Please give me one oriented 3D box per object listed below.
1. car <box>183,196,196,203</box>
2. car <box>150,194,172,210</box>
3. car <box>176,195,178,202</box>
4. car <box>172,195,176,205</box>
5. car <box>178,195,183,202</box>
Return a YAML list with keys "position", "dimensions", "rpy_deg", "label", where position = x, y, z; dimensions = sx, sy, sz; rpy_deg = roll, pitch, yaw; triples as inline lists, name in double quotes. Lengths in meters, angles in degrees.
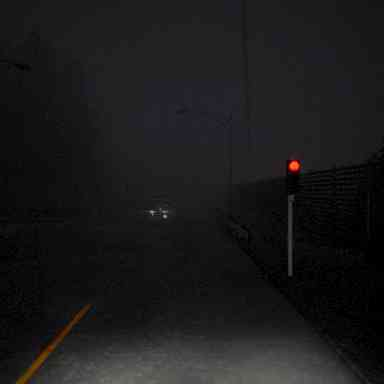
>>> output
- position: [-0.280, 1.526, 67.646]
  dimensions: [1.812, 1.442, 4.674]
  rpy_deg: [0, 0, -5]
  label: "car"
- position: [-4.209, 1.221, 43.912]
  dimensions: [2.150, 2.045, 5.566]
  rpy_deg: [0, 0, 0]
  label: "car"
- position: [-4.193, 1.525, 63.957]
  dimensions: [1.812, 1.442, 4.674]
  rpy_deg: [0, 0, 0]
  label: "car"
- position: [-4.221, 1.352, 53.763]
  dimensions: [2.097, 1.767, 4.553]
  rpy_deg: [0, 0, 0]
  label: "car"
- position: [-3.905, 1.500, 77.012]
  dimensions: [4.892, 1.490, 1.837]
  rpy_deg: [0, 0, 40]
  label: "car"
